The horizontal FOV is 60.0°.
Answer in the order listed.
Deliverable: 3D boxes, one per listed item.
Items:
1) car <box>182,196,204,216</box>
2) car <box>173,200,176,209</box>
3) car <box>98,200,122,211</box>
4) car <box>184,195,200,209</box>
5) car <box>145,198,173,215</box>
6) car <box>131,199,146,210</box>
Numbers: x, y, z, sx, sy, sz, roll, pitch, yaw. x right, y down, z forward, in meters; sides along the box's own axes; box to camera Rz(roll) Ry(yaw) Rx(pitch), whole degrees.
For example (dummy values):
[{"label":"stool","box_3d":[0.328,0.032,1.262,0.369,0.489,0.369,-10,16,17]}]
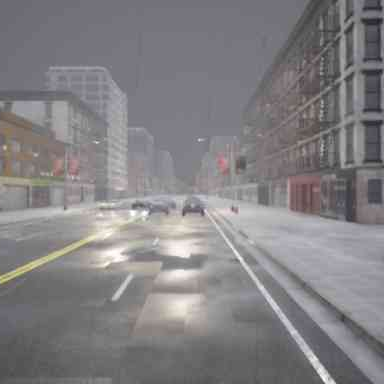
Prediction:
[{"label":"car","box_3d":[0.097,1.327,32.142,2.097,1.767,4.553,0,0,0]},{"label":"car","box_3d":[-3.213,1.530,45.096,1.994,1.385,4.181,0,0,0]},{"label":"car","box_3d":[-9.828,1.570,40.093,1.895,1.301,4.718,0,0,0]},{"label":"car","box_3d":[0.032,1.317,45.021,2.097,1.767,4.553,0,0,1]},{"label":"car","box_3d":[-3.153,1.501,32.725,1.812,1.442,4.674,0,0,0]},{"label":"car","box_3d":[-6.562,1.568,42.730,1.895,1.301,4.718,0,0,0]}]
